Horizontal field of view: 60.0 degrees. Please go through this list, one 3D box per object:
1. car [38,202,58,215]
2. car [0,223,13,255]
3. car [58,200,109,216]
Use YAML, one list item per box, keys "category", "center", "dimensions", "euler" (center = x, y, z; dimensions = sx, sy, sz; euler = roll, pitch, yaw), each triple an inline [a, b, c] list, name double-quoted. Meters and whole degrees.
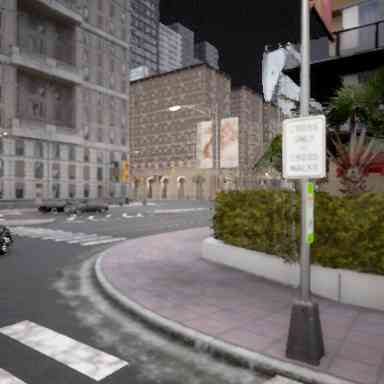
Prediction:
- category: "car"
  center: [-13.349, 1.577, 34.407]
  dimensions: [1.895, 1.301, 4.718]
  euler: [0, 0, 35]
- category: "car"
  center: [-7.245, 1.342, 10.235]
  dimensions: [2.097, 1.767, 4.553]
  euler: [0, 0, -13]
- category: "car"
  center: [-10.301, 1.505, 32.657]
  dimensions: [1.812, 1.442, 4.674]
  euler: [0, 0, 35]
